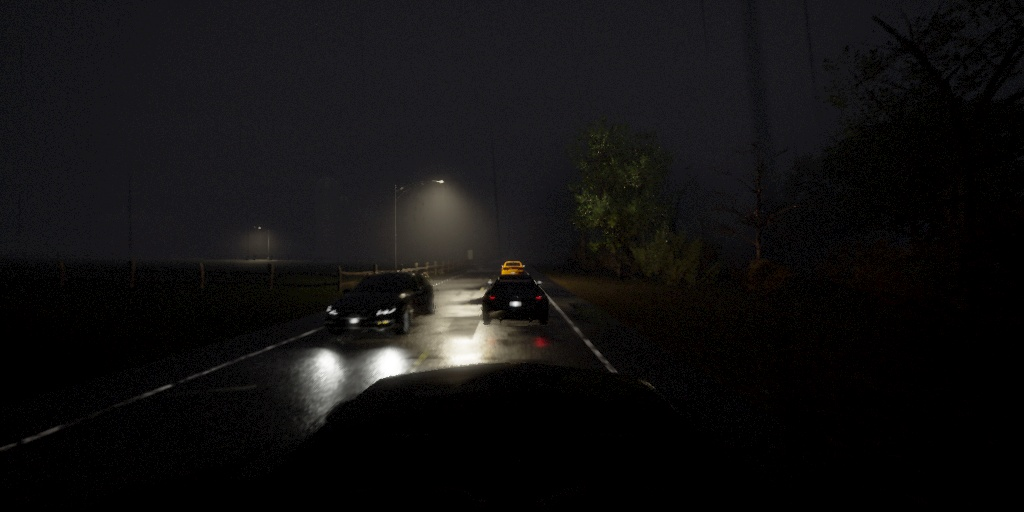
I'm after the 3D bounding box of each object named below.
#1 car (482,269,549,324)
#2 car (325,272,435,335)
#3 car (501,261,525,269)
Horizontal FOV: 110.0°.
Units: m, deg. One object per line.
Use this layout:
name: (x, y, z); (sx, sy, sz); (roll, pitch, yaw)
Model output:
car: (0.098, 1.303, 11.964); (1.994, 1.385, 4.181); (0, 0, 0)
car: (-3.559, 1.247, 10.556); (1.837, 1.490, 4.892); (0, -1, 0)
car: (0.092, 1.197, 30.920); (1.882, 1.535, 5.008); (0, 0, 0)
